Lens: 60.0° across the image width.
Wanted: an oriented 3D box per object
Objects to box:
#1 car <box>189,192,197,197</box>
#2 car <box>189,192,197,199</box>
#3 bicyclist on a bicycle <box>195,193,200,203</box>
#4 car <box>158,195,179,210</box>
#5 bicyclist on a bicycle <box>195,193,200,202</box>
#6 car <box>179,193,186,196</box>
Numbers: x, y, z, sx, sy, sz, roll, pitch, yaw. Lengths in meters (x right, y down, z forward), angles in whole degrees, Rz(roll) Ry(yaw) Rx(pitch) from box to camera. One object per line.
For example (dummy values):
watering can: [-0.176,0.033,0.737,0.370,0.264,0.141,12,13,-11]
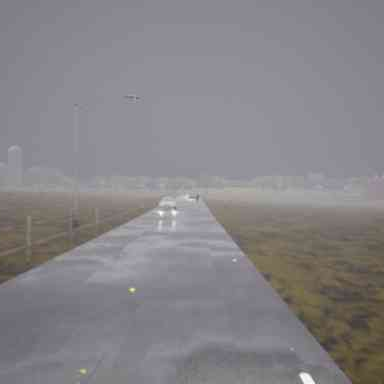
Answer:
car: [0.384,0.682,88.568,2.033,1.411,5.357,0,1,1]
car: [0.286,0.933,76.389,1.994,1.385,4.181,0,1,0]
bicyclist on a bicycle: [0.875,1.056,49.578,0.659,1.776,1.843,0,1,0]
car: [-2.766,1.328,38.679,1.812,1.442,4.674,0,1,0]
bicyclist on a bicycle: [0.949,1.006,59.553,0.866,1.612,1.509,0,1,0]
car: [-2.435,0.506,80.199,1.994,1.385,4.181,0,1,0]
